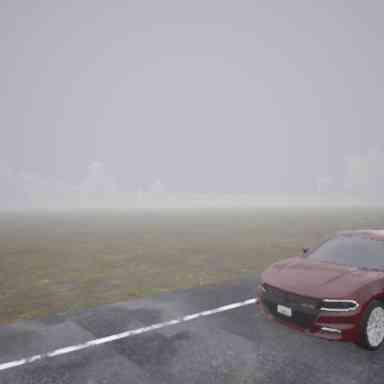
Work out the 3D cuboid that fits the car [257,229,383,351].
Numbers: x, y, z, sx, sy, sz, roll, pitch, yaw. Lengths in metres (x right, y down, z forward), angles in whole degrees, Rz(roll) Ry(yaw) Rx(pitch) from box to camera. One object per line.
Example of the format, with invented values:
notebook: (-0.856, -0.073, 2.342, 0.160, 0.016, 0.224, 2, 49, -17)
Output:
car: (3.415, 1.502, 6.413, 5.008, 1.535, 1.882, 0, 0, -35)
